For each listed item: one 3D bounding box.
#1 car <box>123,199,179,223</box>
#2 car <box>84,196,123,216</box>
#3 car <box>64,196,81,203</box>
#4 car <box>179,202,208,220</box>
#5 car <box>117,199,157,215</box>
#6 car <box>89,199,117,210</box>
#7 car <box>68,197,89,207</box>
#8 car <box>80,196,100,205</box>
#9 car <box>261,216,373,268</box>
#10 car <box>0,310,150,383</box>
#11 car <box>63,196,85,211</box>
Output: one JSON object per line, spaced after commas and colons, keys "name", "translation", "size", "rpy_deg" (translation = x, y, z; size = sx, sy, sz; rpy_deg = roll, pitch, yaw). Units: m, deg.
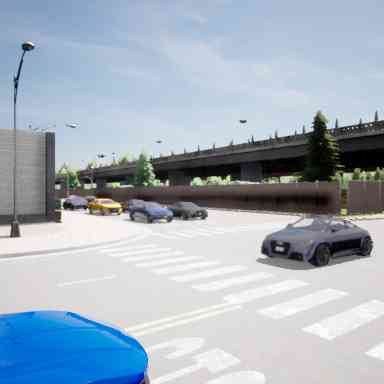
{"name": "car", "translation": [-3.193, 1.470, 25.025], "size": [1.812, 1.442, 4.674], "rpy_deg": [0, 0, -36]}
{"name": "car", "translation": [-8.561, 1.422, 32.529], "size": [1.882, 1.535, 5.008], "rpy_deg": [0, 0, -36]}
{"name": "car", "translation": [-23.742, 1.469, 65.957], "size": [1.812, 1.442, 4.674], "rpy_deg": [0, 0, -36]}
{"name": "car", "translation": [-0.531, 1.508, 27.316], "size": [1.994, 1.385, 4.181], "rpy_deg": [0, 0, -36]}
{"name": "car", "translation": [-5.897, 1.492, 34.832], "size": [2.033, 1.411, 5.357], "rpy_deg": [0, 0, -35]}
{"name": "car", "translation": [-11.468, 1.545, 42.640], "size": [1.895, 1.301, 4.718], "rpy_deg": [0, 0, -35]}
{"name": "car", "translation": [-17.429, 1.470, 51.082], "size": [1.812, 1.442, 4.674], "rpy_deg": [0, 0, -35]}
{"name": "car", "translation": [-17.814, 1.422, 57.839], "size": [1.882, 1.535, 5.008], "rpy_deg": [0, 0, -36]}
{"name": "car", "translation": [4.315, 1.555, 11.364], "size": [4.181, 1.385, 1.994], "rpy_deg": [0, 0, -35]}
{"name": "car", "translation": [-2.609, 1.478, 1.913], "size": [5.008, 1.535, 1.882], "rpy_deg": [0, 0, -36]}
{"name": "car", "translation": [-14.259, 1.492, 40.508], "size": [2.033, 1.411, 5.357], "rpy_deg": [0, 0, -36]}
